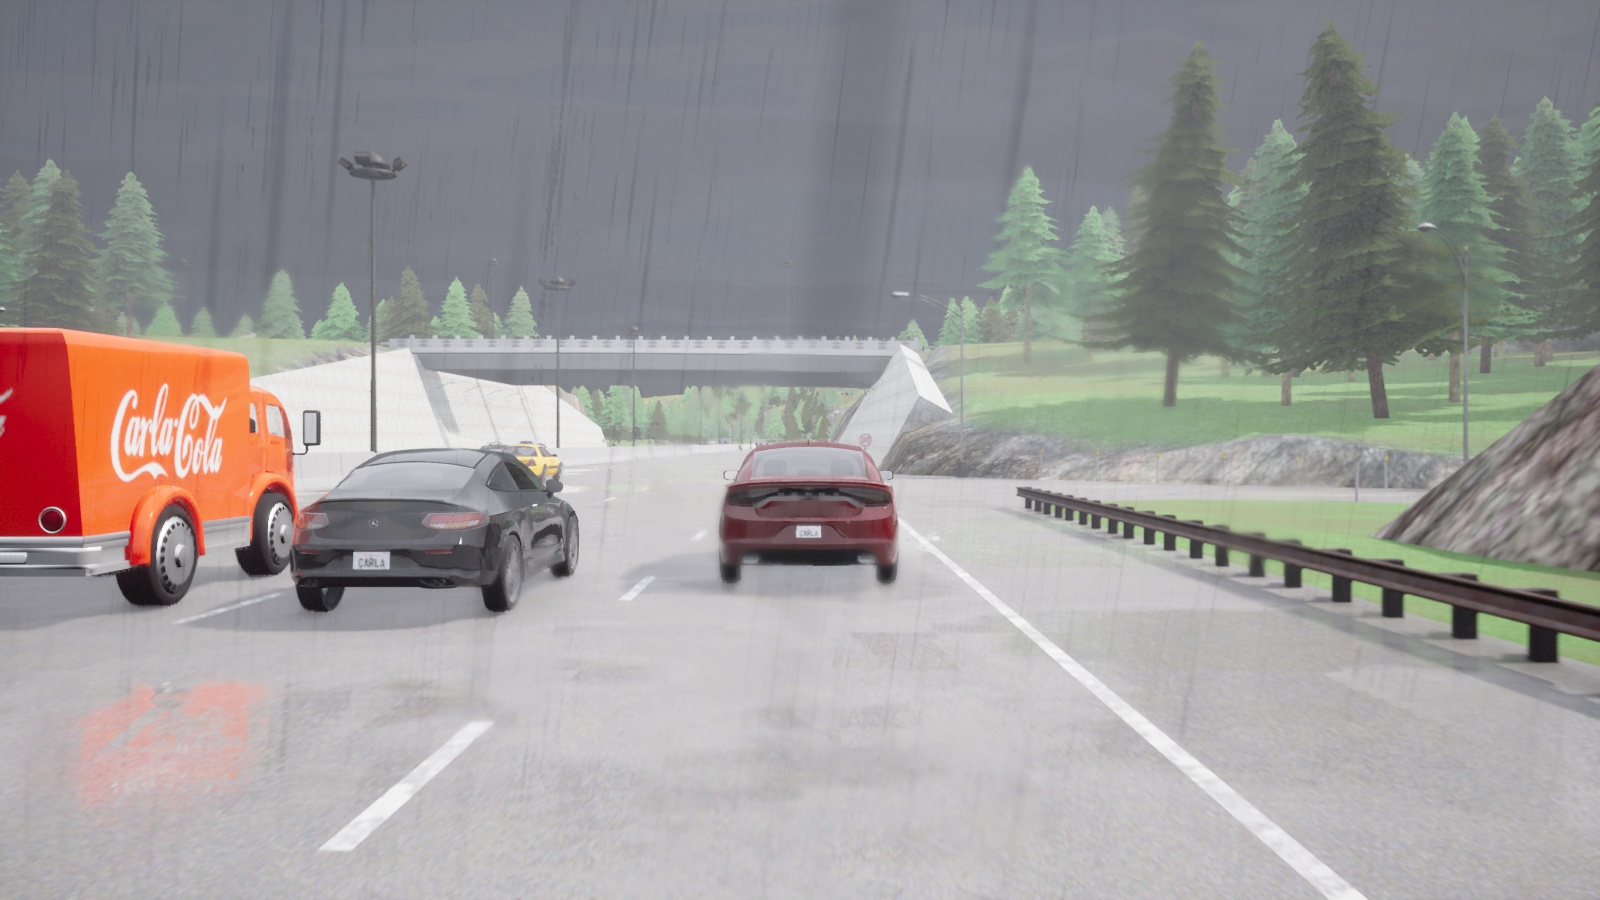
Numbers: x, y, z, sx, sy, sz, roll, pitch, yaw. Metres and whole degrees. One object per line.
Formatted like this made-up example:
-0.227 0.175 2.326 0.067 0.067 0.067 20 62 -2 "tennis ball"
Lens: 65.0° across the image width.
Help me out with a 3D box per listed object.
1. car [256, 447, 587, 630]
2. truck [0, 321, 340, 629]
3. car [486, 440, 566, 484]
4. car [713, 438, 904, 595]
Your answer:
-3.414 0.700 12.345 1.812 1.442 4.674 0 0 0 "car"
-6.912 0.183 12.656 2.627 2.467 5.204 0 0 0 "truck"
-10.216 0.411 47.159 1.801 1.575 5.366 0 0 0 "car"
0.100 0.640 14.864 1.882 1.535 5.008 0 0 0 "car"
